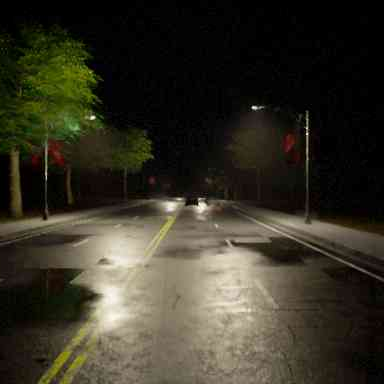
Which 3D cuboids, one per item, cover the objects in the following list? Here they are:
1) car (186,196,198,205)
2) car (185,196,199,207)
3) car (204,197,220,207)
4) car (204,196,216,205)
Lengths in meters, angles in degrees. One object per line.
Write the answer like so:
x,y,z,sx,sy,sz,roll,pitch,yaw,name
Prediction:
0.000,1.546,61.889,2.033,1.411,5.357,0,0,0,car
0.000,1.344,51.852,2.097,1.767,4.553,0,0,0,car
3.250,1.518,51.883,1.812,1.442,4.674,0,0,0,car
3.250,1.546,61.889,2.033,1.411,5.357,0,0,0,car
